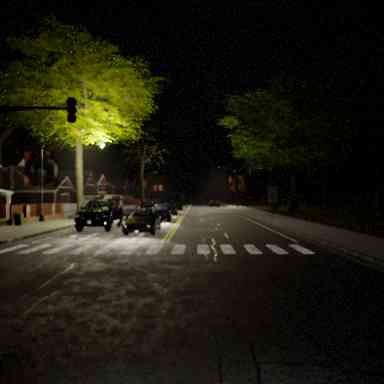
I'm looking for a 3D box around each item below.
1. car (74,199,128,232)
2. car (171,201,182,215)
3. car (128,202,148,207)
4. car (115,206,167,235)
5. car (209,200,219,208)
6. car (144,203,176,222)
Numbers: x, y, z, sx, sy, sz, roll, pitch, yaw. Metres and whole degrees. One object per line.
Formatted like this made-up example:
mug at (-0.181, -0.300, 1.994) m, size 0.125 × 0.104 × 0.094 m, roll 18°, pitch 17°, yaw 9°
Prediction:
car at (-6.223, 1.516, 22.922) m, size 2.150 × 2.045 × 5.566 m, roll 0°, pitch -1°, yaw 0°
car at (-2.687, 2.056, 40.451) m, size 2.033 × 1.411 × 5.357 m, roll 0°, pitch -1°, yaw 1°
car at (-6.054, 1.971, 33.222) m, size 2.033 × 1.411 × 5.357 m, roll 0°, pitch -1°, yaw 1°
car at (-3.000, 1.811, 20.871) m, size 2.033 × 1.411 × 5.357 m, roll 0°, pitch -1°, yaw 1°
car at (4.404, 2.325, 65.751) m, size 1.837 × 1.490 × 4.892 m, roll 0°, pitch -1°, yaw 1°
car at (-2.853, 1.941, 30.067) m, size 1.994 × 1.385 × 4.181 m, roll 0°, pitch -1°, yaw 1°
